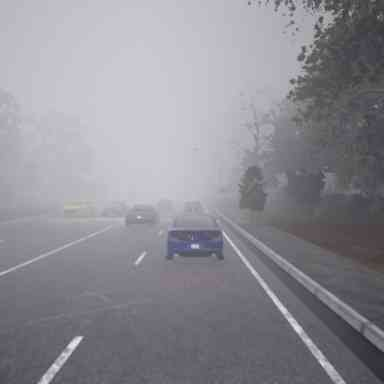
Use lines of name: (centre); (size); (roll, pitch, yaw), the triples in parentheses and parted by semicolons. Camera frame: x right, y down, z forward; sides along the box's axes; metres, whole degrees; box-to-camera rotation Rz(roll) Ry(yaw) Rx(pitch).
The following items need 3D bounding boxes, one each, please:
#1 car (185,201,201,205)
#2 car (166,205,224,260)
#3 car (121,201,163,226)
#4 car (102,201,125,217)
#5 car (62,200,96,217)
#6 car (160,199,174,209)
car: (0.099, 1.567, 31.770); (2.033, 1.411, 5.357); (0, 0, 0)
car: (0.098, 1.494, 12.578); (1.882, 1.535, 5.008); (0, 0, 0)
car: (-3.401, 1.590, 23.510); (1.994, 1.385, 4.181); (0, 0, 0)
car: (-7.100, 1.546, 31.319); (1.812, 1.442, 4.674); (0, 0, 0)
car: (-10.594, 1.498, 31.335); (1.882, 1.535, 5.008); (0, 0, 0)
car: (-3.400, 1.555, 42.142); (1.994, 1.385, 4.181); (0, 0, 0)
